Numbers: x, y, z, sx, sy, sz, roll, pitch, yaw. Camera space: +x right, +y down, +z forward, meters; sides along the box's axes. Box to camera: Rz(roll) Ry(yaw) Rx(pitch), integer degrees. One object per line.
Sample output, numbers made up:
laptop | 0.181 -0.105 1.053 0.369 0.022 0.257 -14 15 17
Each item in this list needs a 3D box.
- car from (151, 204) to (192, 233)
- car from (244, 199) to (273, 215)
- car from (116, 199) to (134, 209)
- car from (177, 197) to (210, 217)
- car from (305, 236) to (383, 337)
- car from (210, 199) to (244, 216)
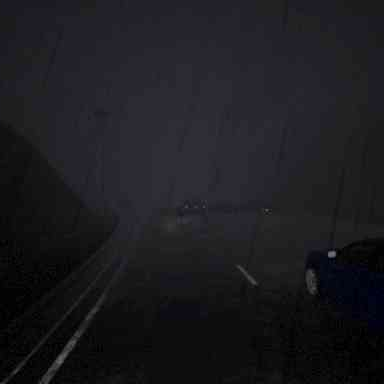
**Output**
car | -1.488 1.622 20.097 1.895 1.301 4.718 -1 0 -10
car | 6.379 1.432 33.415 1.837 1.490 4.892 0 0 -15
car | -9.852 1.692 48.850 1.994 1.385 4.181 -1 0 -24
car | -0.196 1.359 30.710 2.097 1.767 4.553 -1 0 -14
car | 3.481 1.436 5.365 1.882 1.535 5.008 0 0 -2
car | 3.007 1.446 32.480 1.882 1.535 5.008 0 0 -15
